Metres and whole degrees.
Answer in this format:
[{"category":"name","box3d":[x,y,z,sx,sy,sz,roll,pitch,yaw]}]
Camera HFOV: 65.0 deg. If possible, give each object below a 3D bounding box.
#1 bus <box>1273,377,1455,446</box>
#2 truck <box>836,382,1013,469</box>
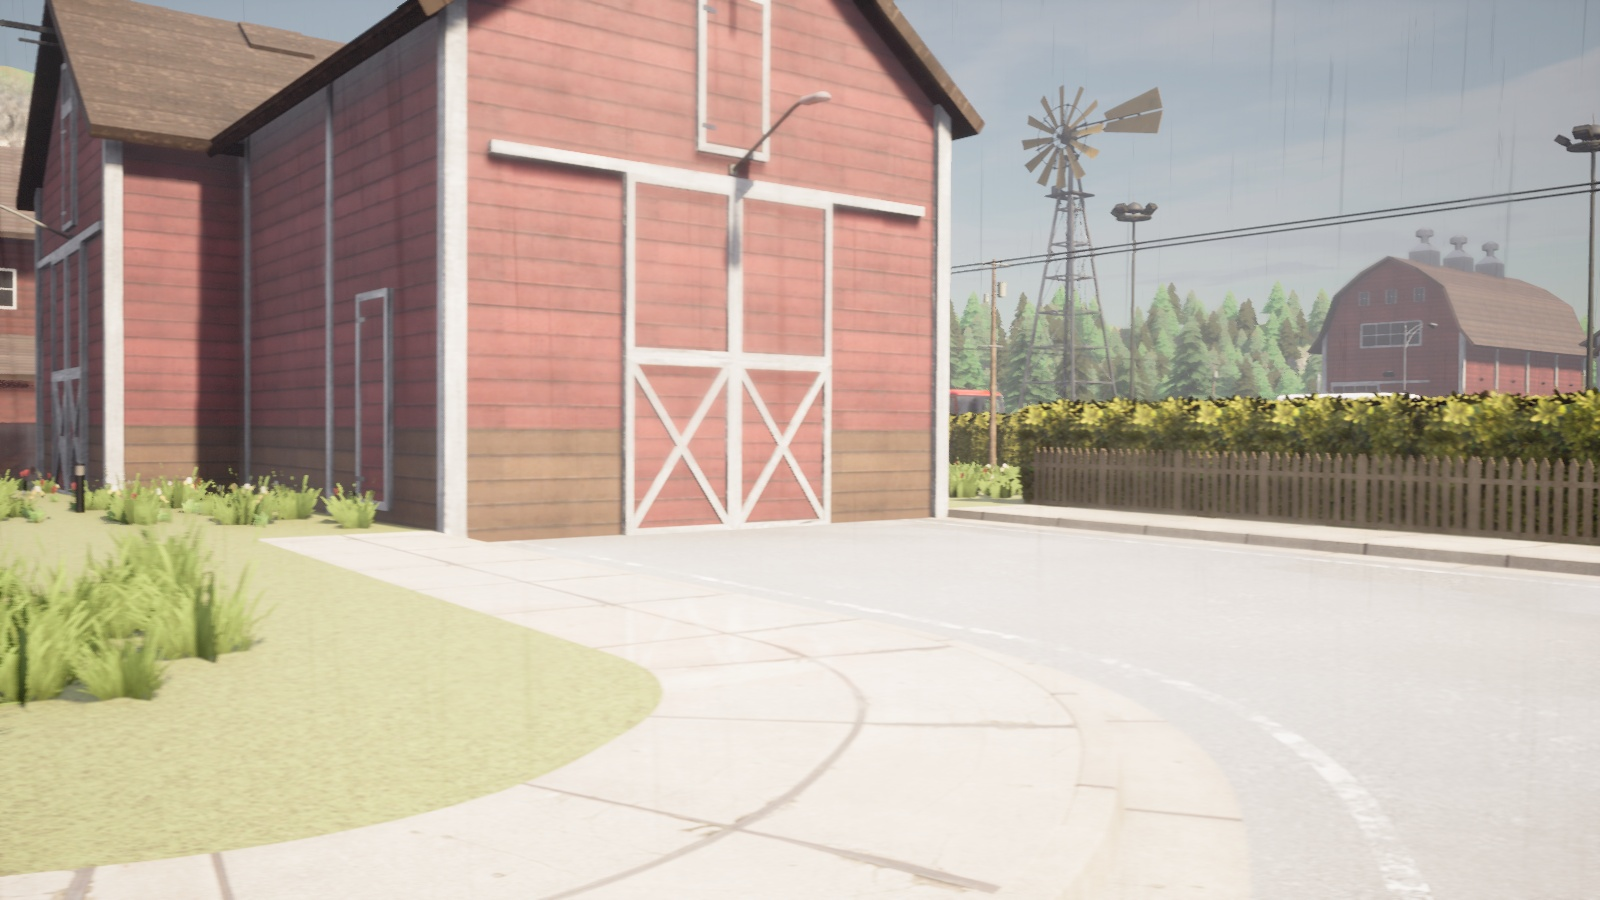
[{"category":"bus","box3d":[37.171,-2.450,83.222,3.944,4.253,10.273,-2,1,-39]},{"category":"truck","box3d":[5.227,-1.032,54.246,2.891,3.462,7.936,-2,1,-38]}]
